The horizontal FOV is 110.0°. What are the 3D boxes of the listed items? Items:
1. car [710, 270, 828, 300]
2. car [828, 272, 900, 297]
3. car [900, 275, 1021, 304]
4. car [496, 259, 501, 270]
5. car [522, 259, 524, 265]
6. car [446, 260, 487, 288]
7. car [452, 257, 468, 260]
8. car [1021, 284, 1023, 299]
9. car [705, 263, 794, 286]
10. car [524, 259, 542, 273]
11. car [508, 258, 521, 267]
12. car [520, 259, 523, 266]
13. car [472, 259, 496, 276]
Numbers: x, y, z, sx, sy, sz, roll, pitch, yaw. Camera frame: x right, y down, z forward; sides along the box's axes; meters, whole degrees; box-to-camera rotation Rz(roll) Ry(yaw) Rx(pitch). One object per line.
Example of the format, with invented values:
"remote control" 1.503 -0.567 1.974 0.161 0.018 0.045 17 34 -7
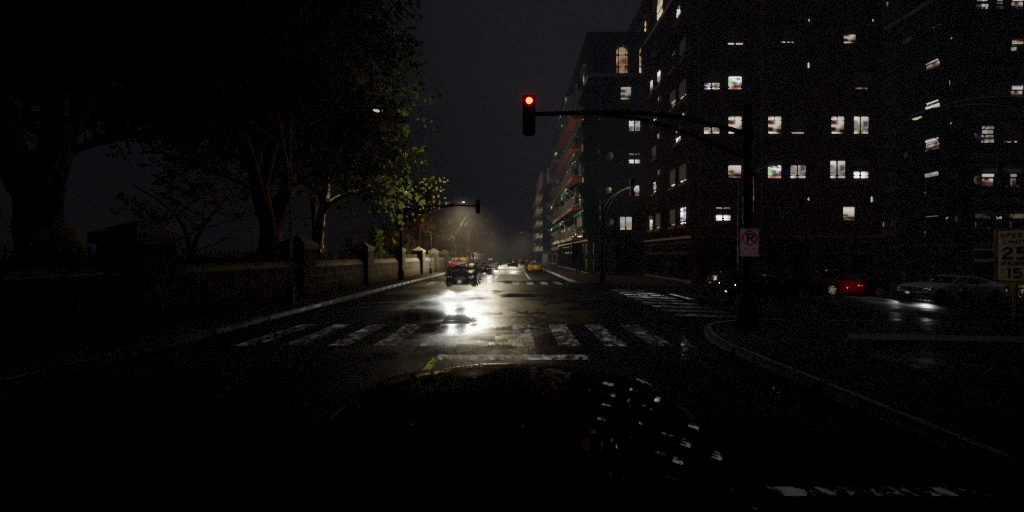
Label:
"car" 13.725 1.618 19.327 4.718 1.301 1.895 1 0 0
"car" 20.318 1.671 21.933 4.507 1.381 1.888 0 0 0
"car" 23.667 1.723 19.343 4.674 1.442 1.812 1 0 0
"car" -3.027 1.290 52.583 1.812 1.442 4.674 0 0 0
"car" 2.749 1.307 49.593 1.888 1.381 4.507 0 0 0
"car" -3.074 1.243 23.455 2.128 1.511 4.902 0 0 0
"car" -5.645 1.070 38.532 2.192 1.841 5.009 0 0 0
"car" 31.539 1.857 21.954 4.829 1.417 1.751 0 0 0
"car" 14.623 1.338 21.922 5.009 1.841 2.192 0 0 0
"car" 2.743 1.283 44.228 1.751 1.417 4.829 0 0 0
"car" 0.177 1.320 64.305 2.033 1.411 5.357 0 0 -1
"car" 2.756 1.316 55.128 2.007 1.370 4.403 0 0 0
"car" -3.055 1.261 38.172 1.837 1.490 4.892 0 0 0
